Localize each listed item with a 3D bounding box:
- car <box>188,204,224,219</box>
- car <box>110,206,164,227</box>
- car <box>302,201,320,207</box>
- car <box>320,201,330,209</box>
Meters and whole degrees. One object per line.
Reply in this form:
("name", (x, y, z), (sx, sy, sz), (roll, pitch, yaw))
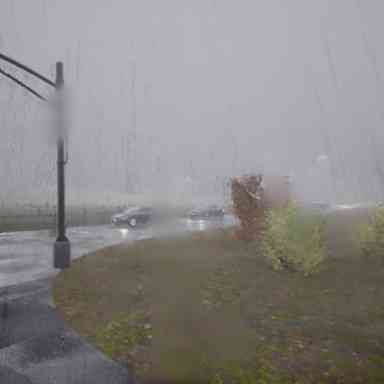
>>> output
("car", (1.547, 1.982, 34.350), (1.837, 1.490, 4.892), (-2, -2, 36))
("car", (-4.230, 1.873, 26.326), (1.837, 1.490, 4.892), (-2, -2, 36))
("car", (16.886, 2.122, 49.446), (2.128, 1.511, 4.902), (-2, -2, 36))
("car", (22.068, 2.208, 56.722), (1.882, 1.535, 5.008), (-2, -2, 36))
